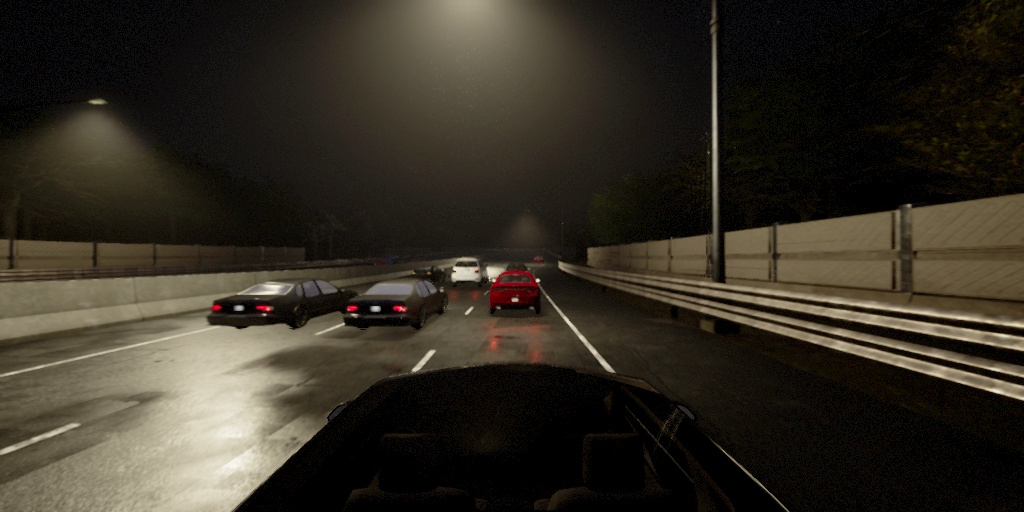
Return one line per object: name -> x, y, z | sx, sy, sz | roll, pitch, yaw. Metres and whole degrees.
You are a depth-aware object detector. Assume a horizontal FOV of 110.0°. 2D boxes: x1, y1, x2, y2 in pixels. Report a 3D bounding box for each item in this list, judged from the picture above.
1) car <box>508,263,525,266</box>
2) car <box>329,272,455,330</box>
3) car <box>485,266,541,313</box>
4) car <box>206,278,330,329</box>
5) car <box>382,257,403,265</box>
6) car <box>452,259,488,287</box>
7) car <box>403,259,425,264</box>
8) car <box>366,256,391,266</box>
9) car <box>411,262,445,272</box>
car -> 0.400, 1.348, 28.481 | 2.097, 1.767, 4.553 | 0, 0, 2
car -> -3.419, 1.413, 11.600 | 2.033, 1.411, 5.357 | 0, -1, 1
car -> 0.154, 1.380, 14.856 | 1.882, 1.535, 5.008 | 0, 0, 1
car -> -6.920, 1.413, 11.658 | 2.033, 1.411, 5.357 | 0, -1, 1
car -> -19.506, 1.336, 60.139 | 1.895, 1.301, 4.718 | 0, 1, 3
car -> -3.140, 1.218, 27.506 | 2.150, 2.045, 5.566 | 0, 0, 2
car -> -16.018, 1.211, 59.933 | 1.882, 1.535, 5.008 | 0, 1, 3
car -> -22.960, 1.206, 60.902 | 1.882, 1.535, 5.008 | 0, 1, 3
car -> -6.597, 1.489, 28.702 | 2.128, 1.511, 4.902 | 0, 0, 2
